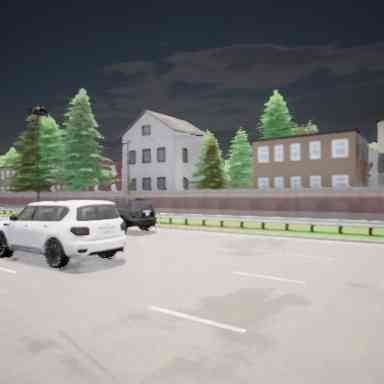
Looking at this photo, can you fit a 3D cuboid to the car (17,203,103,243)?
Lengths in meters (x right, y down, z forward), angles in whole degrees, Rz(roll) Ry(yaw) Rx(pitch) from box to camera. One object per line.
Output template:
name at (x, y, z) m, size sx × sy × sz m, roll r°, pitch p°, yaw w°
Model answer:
car at (-7.055, 1.497, 17.628) m, size 4.553 × 1.767 × 2.097 m, roll -1°, pitch 0°, yaw 36°

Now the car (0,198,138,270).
car at (-4.768, 1.318, 11.695) m, size 5.566 × 2.045 × 2.150 m, roll -1°, pitch 0°, yaw 36°

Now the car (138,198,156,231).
car at (-4.687, 1.363, 20.237) m, size 5.566 × 2.045 × 2.150 m, roll -1°, pitch 0°, yaw 36°
